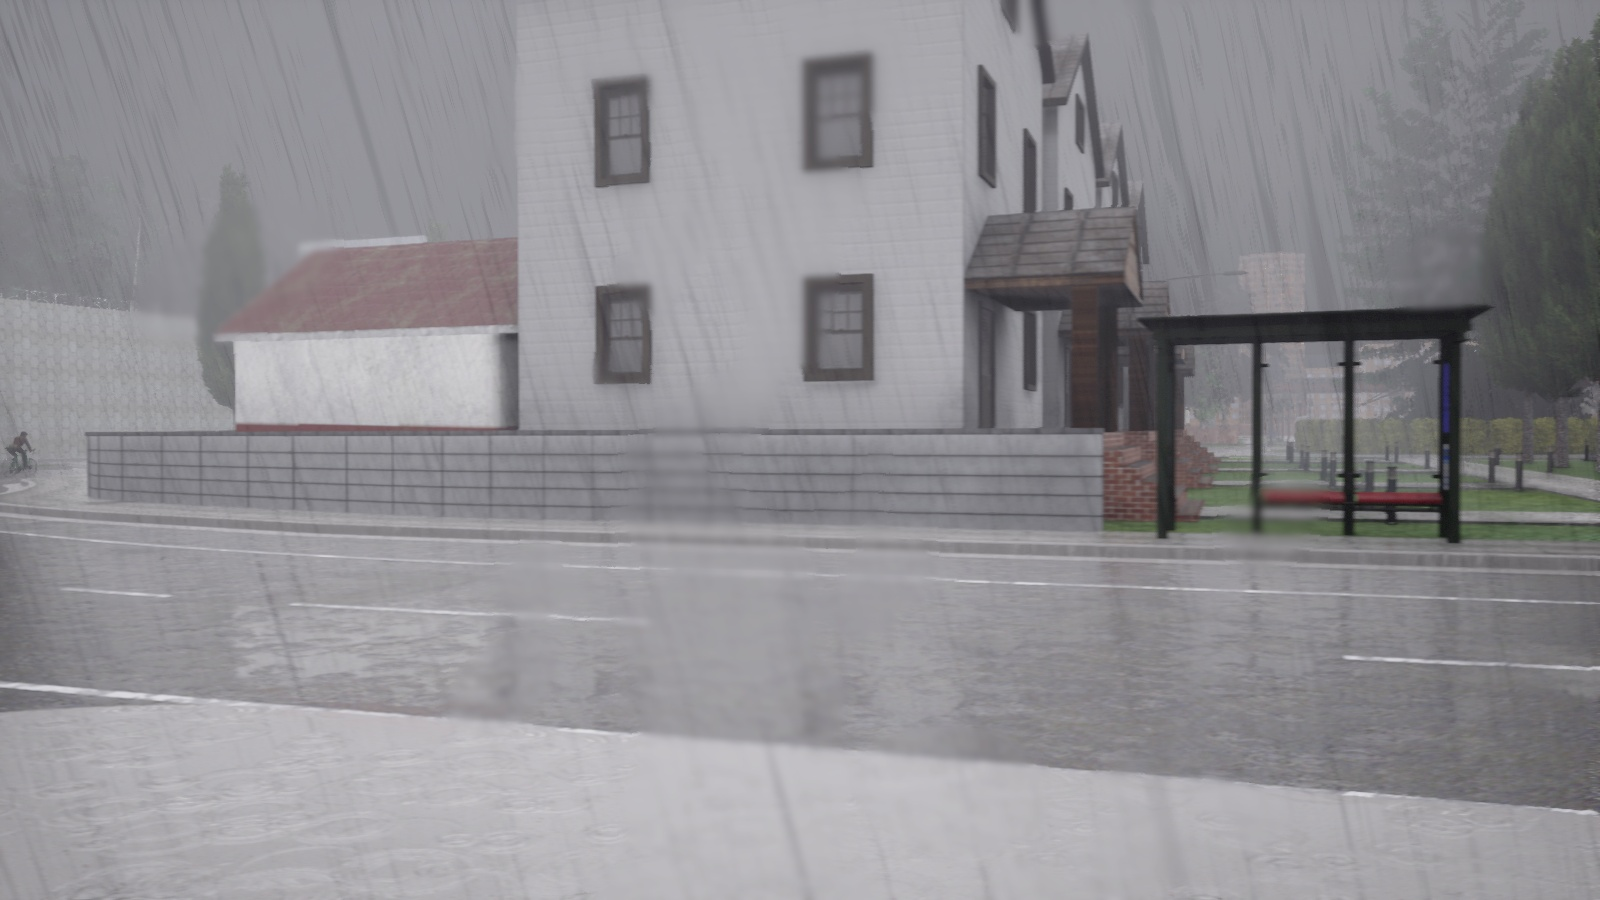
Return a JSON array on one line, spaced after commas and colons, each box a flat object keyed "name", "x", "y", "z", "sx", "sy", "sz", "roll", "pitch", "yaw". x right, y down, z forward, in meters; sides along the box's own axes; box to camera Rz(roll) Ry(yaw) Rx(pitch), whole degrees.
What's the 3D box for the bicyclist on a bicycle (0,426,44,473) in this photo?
[{"name": "bicyclist on a bicycle", "x": -27.565, "y": -0.036, "z": 44.368, "sx": 0.582, "sy": 1.620, "sz": 1.656, "roll": 1, "pitch": 1, "yaw": 5}]
